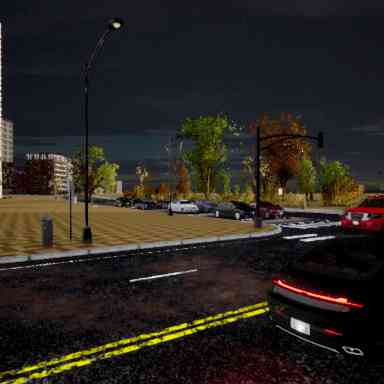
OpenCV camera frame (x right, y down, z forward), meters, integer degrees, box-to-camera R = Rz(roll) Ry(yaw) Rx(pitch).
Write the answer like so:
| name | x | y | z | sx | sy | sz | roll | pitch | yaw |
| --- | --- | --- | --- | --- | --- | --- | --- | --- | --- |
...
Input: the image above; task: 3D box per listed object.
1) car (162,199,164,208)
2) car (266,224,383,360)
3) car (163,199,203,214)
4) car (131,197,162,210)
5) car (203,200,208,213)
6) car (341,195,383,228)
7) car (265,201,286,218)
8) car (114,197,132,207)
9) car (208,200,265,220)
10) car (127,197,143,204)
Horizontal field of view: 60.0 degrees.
| name | x | y | z | sx | sy | sz | roll | pitch | yaw |
| --- | --- | --- | --- | --- | --- | --- | --- | --- | --- |
| car | -3.691 | 1.656 | 47.627 | 1.994 | 1.385 | 4.181 | 0 | 0 | -30 |
| car | 3.415 | 1.504 | 5.708 | 4.892 | 1.490 | 1.837 | 0 | 0 | -34 |
| car | -1.049 | 1.607 | 36.979 | 1.812 | 1.442 | 4.674 | 0 | 0 | -31 |
| car | -6.234 | 1.667 | 45.509 | 1.994 | 1.385 | 4.181 | 0 | 0 | -31 |
| car | 1.468 | 1.618 | 39.087 | 2.033 | 1.411 | 5.357 | 0 | 0 | -32 |
| car | 10.698 | 1.219 | 18.449 | 5.566 | 2.045 | 2.150 | 0 | 0 | -32 |
| car | 6.555 | 1.573 | 30.826 | 1.812 | 1.442 | 4.674 | 0 | 0 | -30 |
| car | -11.284 | 1.626 | 54.175 | 1.837 | 1.490 | 4.892 | 0 | 0 | -29 |
| car | 3.754 | 1.564 | 29.192 | 1.837 | 1.490 | 4.892 | 0 | 0 | -32 |
| car | -11.897 | 1.680 | 68.779 | 1.994 | 1.385 | 4.181 | 0 | 0 | -29 |
